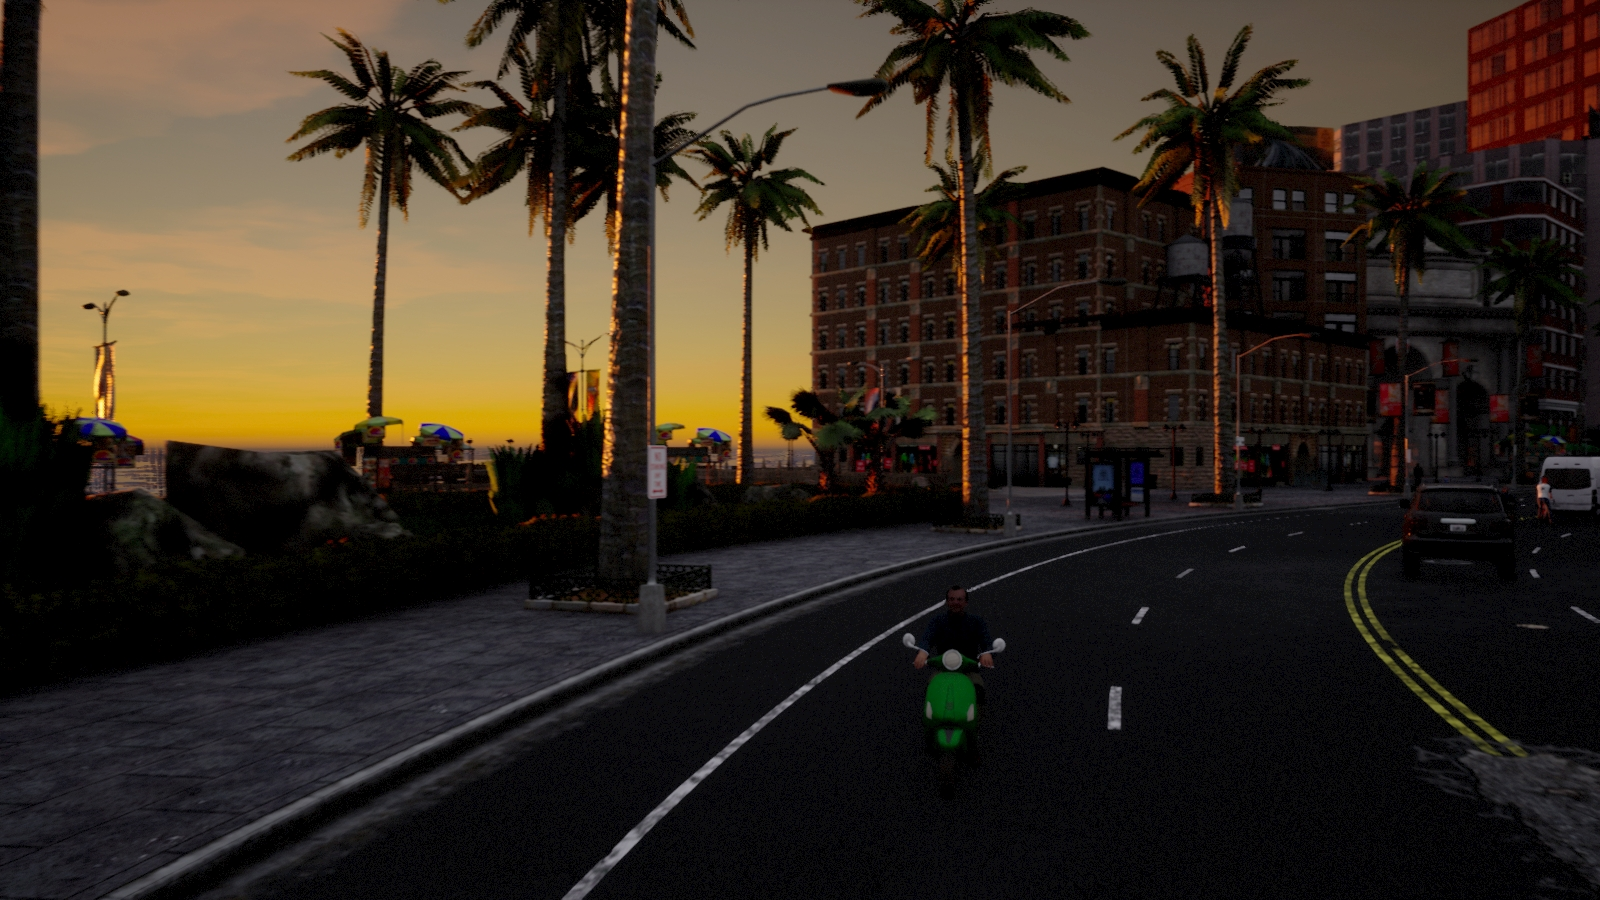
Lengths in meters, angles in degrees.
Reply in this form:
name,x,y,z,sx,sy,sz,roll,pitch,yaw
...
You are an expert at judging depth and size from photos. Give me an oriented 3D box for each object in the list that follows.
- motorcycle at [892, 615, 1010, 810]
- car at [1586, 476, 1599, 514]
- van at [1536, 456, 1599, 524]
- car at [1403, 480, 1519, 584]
name,x,y,z,sx,sy,sz,roll,pitch,yaw
motorcycle,1.345,2.182,9.865,0.856,1.236,1.805,0,0,12
car,37.419,2.009,51.539,5.027,1.651,2.152,0,0,-43
van,31.799,1.549,46.298,5.915,2.561,1.988,0,0,-44
car,15.487,1.785,26.883,2.150,2.045,5.566,0,0,29
